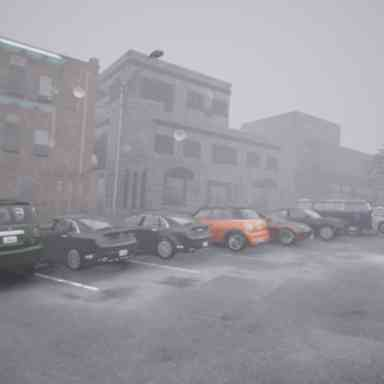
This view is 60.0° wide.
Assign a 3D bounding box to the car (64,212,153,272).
[{"bbox_3d":[-3.926,1.480,10.784,4.892,1.521,2.231,-1,-1,35],"label":"car"}]

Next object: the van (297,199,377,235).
[{"bbox_3d":[7.946,1.391,19.342,4.442,1.987,1.878,-1,-1,35],"label":"van"}]

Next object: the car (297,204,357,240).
[{"bbox_3d":[5.641,1.577,17.585,5.008,1.535,2.097,-1,-1,35],"label":"car"}]

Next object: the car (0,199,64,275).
[{"bbox_3d":[-6.346,1.222,9.104,5.566,2.045,2.435,-1,-1,35],"label":"car"}]

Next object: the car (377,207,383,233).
[{"bbox_3d":[10.437,1.701,20.967,4.674,1.452,2.002,-1,-2,35],"label":"car"}]

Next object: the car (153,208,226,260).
[{"bbox_3d":[-1.532,1.498,12.487,4.892,1.521,2.231,-1,-1,35],"label":"car"}]

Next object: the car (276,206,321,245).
[{"bbox_3d":[3.278,1.574,15.872,4.792,1.488,2.163,-1,-1,35],"label":"car"}]

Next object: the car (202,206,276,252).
[{"bbox_3d":[0.879,1.390,14.169,4.553,1.767,2.185,-1,-1,35],"label":"car"}]
